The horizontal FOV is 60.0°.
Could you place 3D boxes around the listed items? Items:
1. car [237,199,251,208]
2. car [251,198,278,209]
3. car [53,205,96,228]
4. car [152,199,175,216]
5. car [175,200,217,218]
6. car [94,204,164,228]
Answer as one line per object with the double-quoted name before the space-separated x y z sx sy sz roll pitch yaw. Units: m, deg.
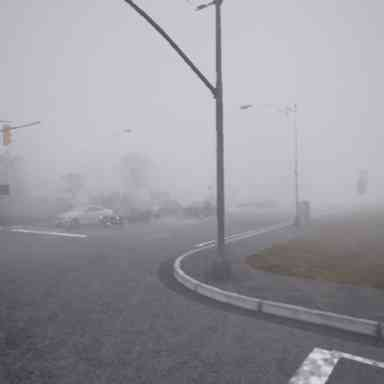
"car" 8.496 1.715 49.891 1.895 1.301 4.718 -1 0 33
"car" 10.439 1.552 46.472 1.882 1.535 5.008 -1 -1 33
"car" -7.890 1.728 24.611 1.812 1.442 4.674 -1 0 34
"car" -2.907 1.527 32.294 2.097 1.767 4.553 -1 0 33
"car" 0.837 1.605 31.642 1.882 1.535 5.008 -1 0 33
"car" -4.340 1.755 23.606 1.895 1.301 4.718 -1 0 30
